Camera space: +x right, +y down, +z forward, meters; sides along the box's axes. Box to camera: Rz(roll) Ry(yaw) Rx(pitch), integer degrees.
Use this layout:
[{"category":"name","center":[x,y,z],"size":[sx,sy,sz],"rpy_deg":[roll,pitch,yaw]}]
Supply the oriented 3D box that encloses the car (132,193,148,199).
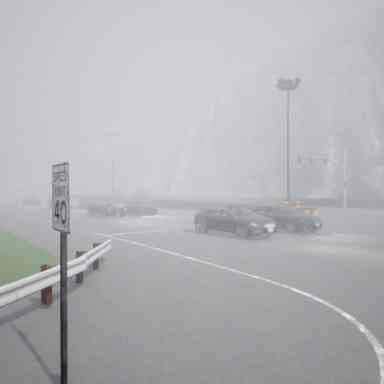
[{"category":"car","center":[-12.691,0.901,81.347],"size":[1.812,1.442,4.674],"rpy_deg":[0,1,-38]}]

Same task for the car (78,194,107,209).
[{"category":"car","center":[-12.684,1.372,41.394],"size":[1.837,1.490,4.892],"rpy_deg":[0,0,-38]}]

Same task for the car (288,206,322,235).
[{"category":"car","center":[4.973,1.469,19.026],"size":[1.837,1.490,4.892],"rpy_deg":[0,0,-38]}]

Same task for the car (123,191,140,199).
[{"category":"car","center":[-14.060,0.740,77.414],"size":[2.097,1.767,4.553],"rpy_deg":[0,1,-38]}]

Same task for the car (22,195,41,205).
[{"category":"car","center":[-24.624,1.237,51.029],"size":[1.812,1.442,4.674],"rpy_deg":[0,1,-37]}]

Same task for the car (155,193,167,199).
[{"category":"car","center":[-7.899,0.951,69.532],"size":[2.097,1.767,4.553],"rpy_deg":[0,1,-38]}]

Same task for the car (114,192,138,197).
[{"category":"car","center":[-12.957,1.222,64.799],"size":[1.895,1.301,4.718],"rpy_deg":[0,1,-38]}]

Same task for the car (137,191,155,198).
[{"category":"car","center":[-10.358,0.831,67.159],"size":[2.150,2.045,5.566],"rpy_deg":[0,1,-38]}]

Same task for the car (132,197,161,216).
[{"category":"car","center":[-5.020,1.491,31.636],"size":[1.994,1.385,4.181],"rpy_deg":[0,0,-38]}]

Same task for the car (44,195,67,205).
[{"category":"car","center":[-21.767,1.254,53.060],"size":[2.033,1.411,5.357],"rpy_deg":[0,1,-38]}]

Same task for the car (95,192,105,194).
[{"category":"car","center":[-20.872,0.757,74.770],"size":[2.097,1.767,4.553],"rpy_deg":[0,1,-38]}]

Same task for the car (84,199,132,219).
[{"category":"car","center":[-7.453,1.537,29.067],"size":[1.895,1.301,4.718],"rpy_deg":[0,0,-38]}]

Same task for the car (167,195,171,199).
[{"category":"car","center":[-6.703,1.147,73.701],"size":[1.895,1.301,4.718],"rpy_deg":[0,1,-38]}]

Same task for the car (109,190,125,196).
[{"category":"car","center":[-16.846,0.661,75.295],"size":[2.150,2.045,5.566],"rpy_deg":[0,1,-38]}]

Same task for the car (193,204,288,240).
[{"category":"car","center":[2.069,1.464,17.055],"size":[2.128,1.511,4.902],"rpy_deg":[0,0,-38]}]

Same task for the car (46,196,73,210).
[{"category":"car","center":[-15.672,1.377,39.536],"size":[1.837,1.490,4.892],"rpy_deg":[0,0,-38]}]
